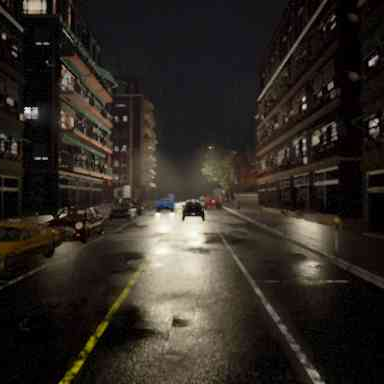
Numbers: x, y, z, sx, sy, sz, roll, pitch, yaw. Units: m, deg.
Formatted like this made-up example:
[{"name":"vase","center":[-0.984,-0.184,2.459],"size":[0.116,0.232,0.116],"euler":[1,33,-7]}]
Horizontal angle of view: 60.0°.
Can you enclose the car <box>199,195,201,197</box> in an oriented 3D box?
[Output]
[{"name":"car","center":[2.717,1.634,82.857],"size":[1.752,1.417,4.829],"euler":[1,0,0]}]

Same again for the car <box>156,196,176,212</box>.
[{"name":"car","center":[-3.013,1.520,38.858],"size":[1.882,1.535,5.008],"euler":[0,0,0]}]

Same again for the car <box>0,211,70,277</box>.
[{"name":"car","center":[-5.640,1.536,10.318],"size":[1.752,1.417,4.829],"euler":[1,0,0]}]

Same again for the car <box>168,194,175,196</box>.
[{"name":"car","center":[-5.664,1.681,77.156],"size":[1.802,1.307,4.206],"euler":[1,0,0]}]

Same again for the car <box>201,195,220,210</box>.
[{"name":"car","center":[2.715,1.365,44.656],"size":[2.192,1.841,5.009],"euler":[1,0,0]}]

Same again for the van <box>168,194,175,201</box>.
[{"name":"van","center":[-5.657,1.469,93.771],"size":[1.690,1.788,3.998],"euler":[1,0,0]}]

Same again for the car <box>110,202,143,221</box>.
[{"name":"car","center":[-5.638,1.580,27.542],"size":[2.008,1.369,4.403],"euler":[1,0,0]}]

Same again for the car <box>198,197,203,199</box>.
[{"name":"car","center":[0.108,1.649,43.310],"size":[1.895,1.301,4.718],"euler":[0,0,0]}]

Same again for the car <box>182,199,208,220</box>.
[{"name":"car","center":[0.103,1.556,28.073],"size":[1.812,1.442,4.674],"euler":[0,-1,0]}]

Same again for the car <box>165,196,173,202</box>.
[{"name":"car","center":[-5.663,1.690,82.693],"size":[1.802,1.307,4.206],"euler":[1,0,0]}]

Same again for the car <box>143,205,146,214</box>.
[{"name":"car","center":[-5.638,1.618,33.228],"size":[1.802,1.307,4.206],"euler":[1,0,0]}]

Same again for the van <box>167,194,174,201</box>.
[{"name":"van","center":[-5.658,1.459,88.233],"size":[1.690,1.788,3.998],"euler":[1,0,0]}]

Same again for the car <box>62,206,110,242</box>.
[{"name":"car","center":[-5.638,1.457,16.174],"size":[1.967,1.590,4.097],"euler":[1,0,0]}]
